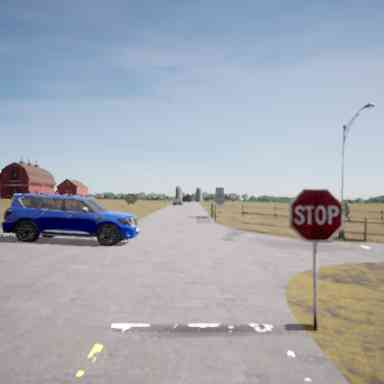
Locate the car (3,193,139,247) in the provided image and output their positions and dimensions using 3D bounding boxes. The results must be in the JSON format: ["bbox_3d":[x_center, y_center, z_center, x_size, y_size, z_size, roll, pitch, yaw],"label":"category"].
[{"bbox_3d":[-5.145,1.163,14.503,5.566,2.045,2.150,3,-1,0],"label":"car"}]

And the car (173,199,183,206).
[{"bbox_3d":[-2.772,2.041,66.414,1.994,1.385,4.181,0,0,0],"label":"car"}]
